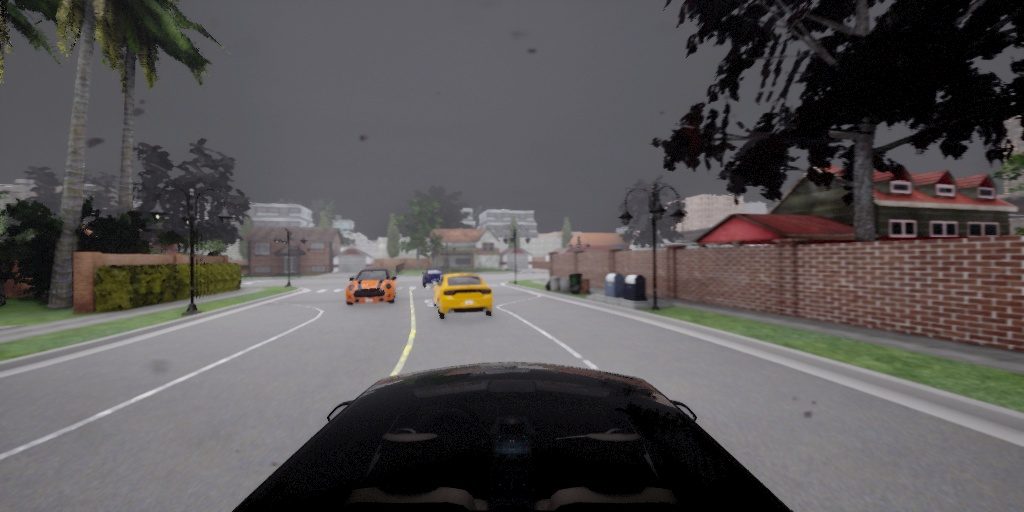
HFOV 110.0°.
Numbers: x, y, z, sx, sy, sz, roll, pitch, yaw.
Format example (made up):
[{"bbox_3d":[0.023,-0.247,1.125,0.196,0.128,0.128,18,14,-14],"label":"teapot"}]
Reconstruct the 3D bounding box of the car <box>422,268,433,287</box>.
[{"bbox_3d":[-6.420,1.735,29.705,1.812,1.442,4.674,-1,-1,-14],"label":"car"}]

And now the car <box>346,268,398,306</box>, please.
[{"bbox_3d":[-6.886,1.407,17.965,2.097,1.767,4.553,-1,-1,-16],"label":"car"}]

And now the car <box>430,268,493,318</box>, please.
[{"bbox_3d":[-2.043,1.417,14.169,1.882,1.535,5.008,-1,-1,-15],"label":"car"}]
